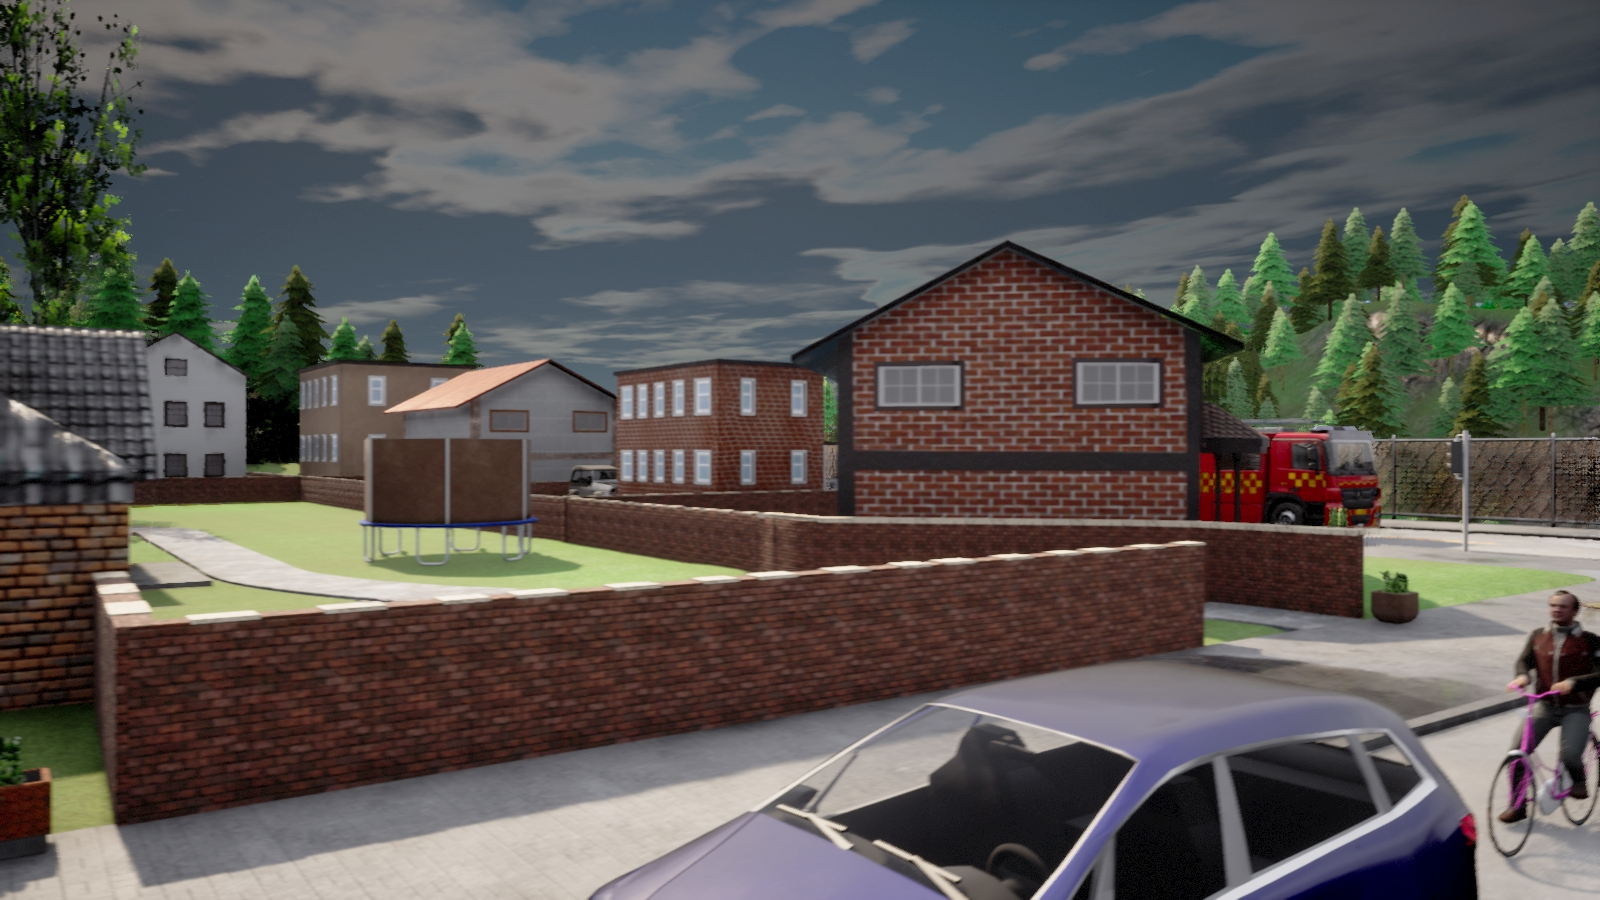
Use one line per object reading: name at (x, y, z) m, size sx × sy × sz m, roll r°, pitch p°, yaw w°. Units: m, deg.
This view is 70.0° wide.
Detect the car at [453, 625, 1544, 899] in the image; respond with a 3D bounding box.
car at (1.097, 1.967, 5.133) m, size 4.611 × 1.667 × 2.242 m, roll 0°, pitch 0°, yaw -36°

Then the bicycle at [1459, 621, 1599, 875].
bicycle at (5.330, 2.060, 8.183) m, size 1.835 × 1.471 × 0.329 m, roll 0°, pitch 0°, yaw -36°

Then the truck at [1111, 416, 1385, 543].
truck at (14.908, 0.890, 38.805) m, size 2.891 × 3.827 × 8.468 m, roll 0°, pitch 0°, yaw -36°
